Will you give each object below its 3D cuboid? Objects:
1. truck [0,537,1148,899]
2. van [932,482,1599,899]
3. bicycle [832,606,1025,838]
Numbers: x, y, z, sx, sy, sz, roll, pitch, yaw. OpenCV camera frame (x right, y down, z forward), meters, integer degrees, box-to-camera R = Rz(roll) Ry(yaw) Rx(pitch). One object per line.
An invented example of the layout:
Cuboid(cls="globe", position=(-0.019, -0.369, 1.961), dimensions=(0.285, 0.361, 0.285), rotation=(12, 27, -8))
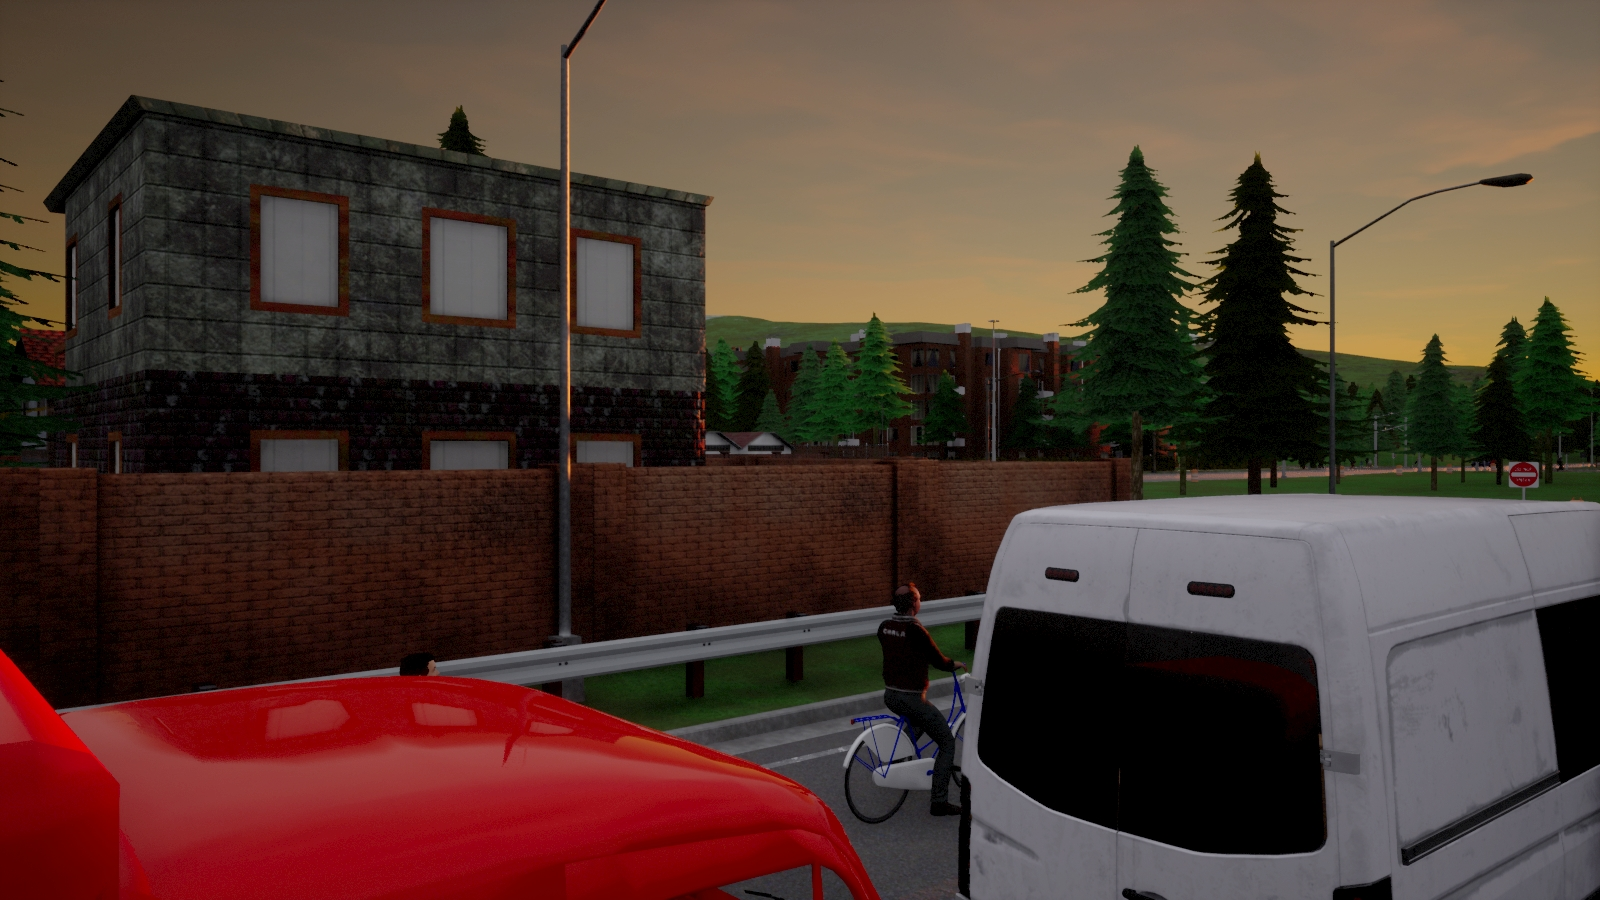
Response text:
Cuboid(cls="truck", position=(-2.109, 1.568, 1.686), dimensions=(5.204, 2.467, 2.627), rotation=(0, 0, -40))
Cuboid(cls="van", position=(3.509, 1.534, 6.458), dimensions=(5.915, 2.561, 1.988), rotation=(0, 0, -40))
Cuboid(cls="bicycle", position=(1.045, 2.060, 8.955), dimensions=(1.835, 1.471, 0.329), rotation=(0, 0, -40))
